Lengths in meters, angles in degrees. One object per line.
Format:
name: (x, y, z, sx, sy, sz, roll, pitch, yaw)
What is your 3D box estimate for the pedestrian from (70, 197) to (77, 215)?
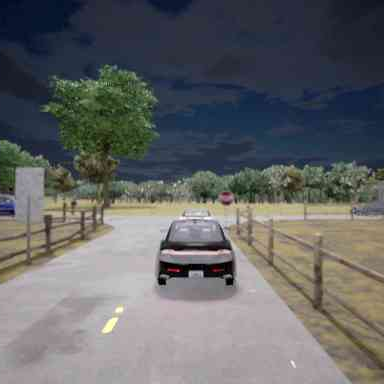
pedestrian: (-12.150, 1.457, 34.092, 0.375, 1.860, 0.375, 0, -2, 0)

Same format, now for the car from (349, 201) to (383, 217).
car: (17.003, 1.570, 31.008, 4.181, 1.385, 1.994, 0, -2, 1)

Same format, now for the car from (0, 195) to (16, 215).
car: (-15.695, 1.256, 28.096, 5.566, 2.045, 2.150, 0, -2, 1)

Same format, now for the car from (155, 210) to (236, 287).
car: (0.089, 1.497, 9.344, 2.128, 1.511, 4.902, 0, 0, 0)
